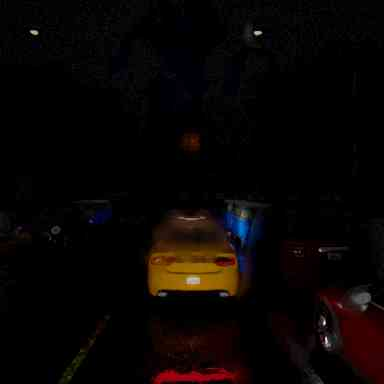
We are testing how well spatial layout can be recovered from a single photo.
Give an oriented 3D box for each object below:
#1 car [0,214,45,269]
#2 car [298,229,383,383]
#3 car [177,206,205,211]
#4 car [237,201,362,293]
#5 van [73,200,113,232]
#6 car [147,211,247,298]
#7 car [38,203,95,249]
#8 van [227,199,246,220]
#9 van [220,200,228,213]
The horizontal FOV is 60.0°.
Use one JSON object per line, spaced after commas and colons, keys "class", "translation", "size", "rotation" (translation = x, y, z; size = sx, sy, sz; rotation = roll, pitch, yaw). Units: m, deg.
{"class": "car", "translation": [-5.808, 1.526, 8.547], "size": [1.752, 1.417, 4.829], "rotation": [0, 0, 0]}
{"class": "car", "translation": [2.746, 1.440, 3.325], "size": [1.967, 1.590, 4.097], "rotation": [0, 0, 0]}
{"class": "car", "translation": [-0.051, 1.493, 18.092], "size": [2.128, 1.511, 4.902], "rotation": [0, 0, 0]}
{"class": "car", "translation": [2.716, 1.315, 8.763], "size": [2.192, 1.841, 5.009], "rotation": [0, 0, 0]}
{"class": "van", "translation": [-5.868, 1.343, 19.592], "size": [1.690, 1.788, 3.998], "rotation": [0, 0, 0]}
{"class": "car", "translation": [0.038, 1.478, 8.590], "size": [1.882, 1.535, 5.008], "rotation": [0, 0, 0]}
{"class": "car", "translation": [-5.838, 1.441, 14.154], "size": [1.967, 1.590, 4.097], "rotation": [0, 0, 0]}
{"class": "van", "translation": [2.687, 1.342, 14.200], "size": [1.690, 1.788, 3.998], "rotation": [0, 0, 0]}
{"class": "van", "translation": [2.657, 1.343, 19.638], "size": [1.690, 1.788, 3.998], "rotation": [0, 0, 0]}
